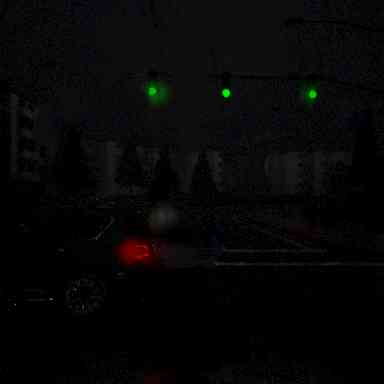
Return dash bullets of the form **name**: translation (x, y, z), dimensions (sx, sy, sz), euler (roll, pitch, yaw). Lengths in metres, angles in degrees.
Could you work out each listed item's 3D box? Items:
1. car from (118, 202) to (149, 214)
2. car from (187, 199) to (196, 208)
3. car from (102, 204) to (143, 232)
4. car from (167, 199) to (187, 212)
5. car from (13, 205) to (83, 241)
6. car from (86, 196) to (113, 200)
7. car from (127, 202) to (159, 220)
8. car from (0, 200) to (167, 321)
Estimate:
- **car**: translation (-6.928, 1.850, 39.691), dimensions (1.895, 1.301, 4.718), euler (0, 0, 13)
- **car**: translation (-1.129, 1.846, 54.502), dimensions (2.128, 1.511, 4.902), euler (0, -1, 30)
- **car**: translation (-4.431, 1.616, 22.025), dimensions (1.882, 1.535, 5.008), euler (0, 0, -2)
- **car**: translation (-2.494, 1.838, 42.678), dimensions (1.994, 1.385, 4.181), euler (0, 0, 17)
- **car**: translation (-7.754, 1.588, 18.541), dimensions (1.882, 1.535, 5.008), euler (0, 0, -2)
- **car**: translation (-8.070, 1.396, 28.469), dimensions (2.150, 2.045, 5.566), euler (0, 0, 1)
- **car**: translation (-4.532, 1.749, 31.849), dimensions (2.033, 1.411, 5.357), euler (0, 0, 3)
- **car**: translation (-3.441, 1.267, 6.877), dimensions (5.566, 2.045, 2.150), euler (0, 0, -1)
